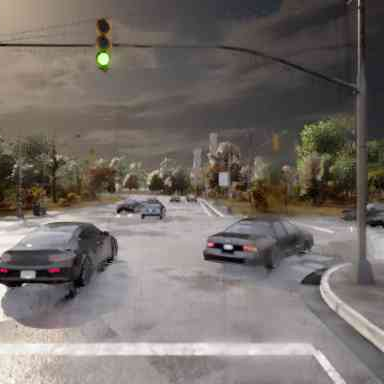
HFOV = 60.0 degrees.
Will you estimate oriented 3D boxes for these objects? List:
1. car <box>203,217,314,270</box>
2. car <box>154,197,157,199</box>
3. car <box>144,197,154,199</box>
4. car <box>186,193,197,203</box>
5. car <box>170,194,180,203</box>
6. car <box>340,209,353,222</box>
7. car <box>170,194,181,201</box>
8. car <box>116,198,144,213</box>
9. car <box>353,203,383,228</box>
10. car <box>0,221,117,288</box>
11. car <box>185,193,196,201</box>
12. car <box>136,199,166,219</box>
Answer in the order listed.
[{"bbox_3d":[2.473,1.565,11.197,2.033,1.411,5.357,0,0,36],"label":"car"},{"bbox_3d":[-6.974,1.557,57.632,2.033,1.411,5.357,0,0,0],"label":"car"},{"bbox_3d":[-7.016,1.589,47.051,1.812,1.442,4.674,0,0,1],"label":"car"},{"bbox_3d":[0.015,1.416,67.650,1.812,1.442,4.674,0,1,0],"label":"car"},{"bbox_3d":[-3.484,1.494,67.331,1.895,1.301,4.718,0,1,0],"label":"car"},{"bbox_3d":[13.470,1.515,24.465,5.008,1.535,1.882,0,0,-3],"label":"car"},{"bbox_3d":[-3.861,1.162,77.413,2.033,1.411,5.357,0,1,-8],"label":"car"},{"bbox_3d":[-7.070,1.604,37.359,2.033,1.411,5.357,0,0,0],"label":"car"},{"bbox_3d":[13.451,1.580,20.958,5.357,1.411,2.033,0,0,-3],"label":"car"},{"bbox_3d":[-3.396,1.539,9.197,1.812,1.442,4.674,0,0,0],"label":"car"},{"bbox_3d":[-0.366,1.067,77.620,2.097,1.767,4.553,0,1,-5],"label":"car"},{"bbox_3d":[-3.386,1.592,29.833,2.033,1.411,5.357,0,0,0],"label":"car"}]
